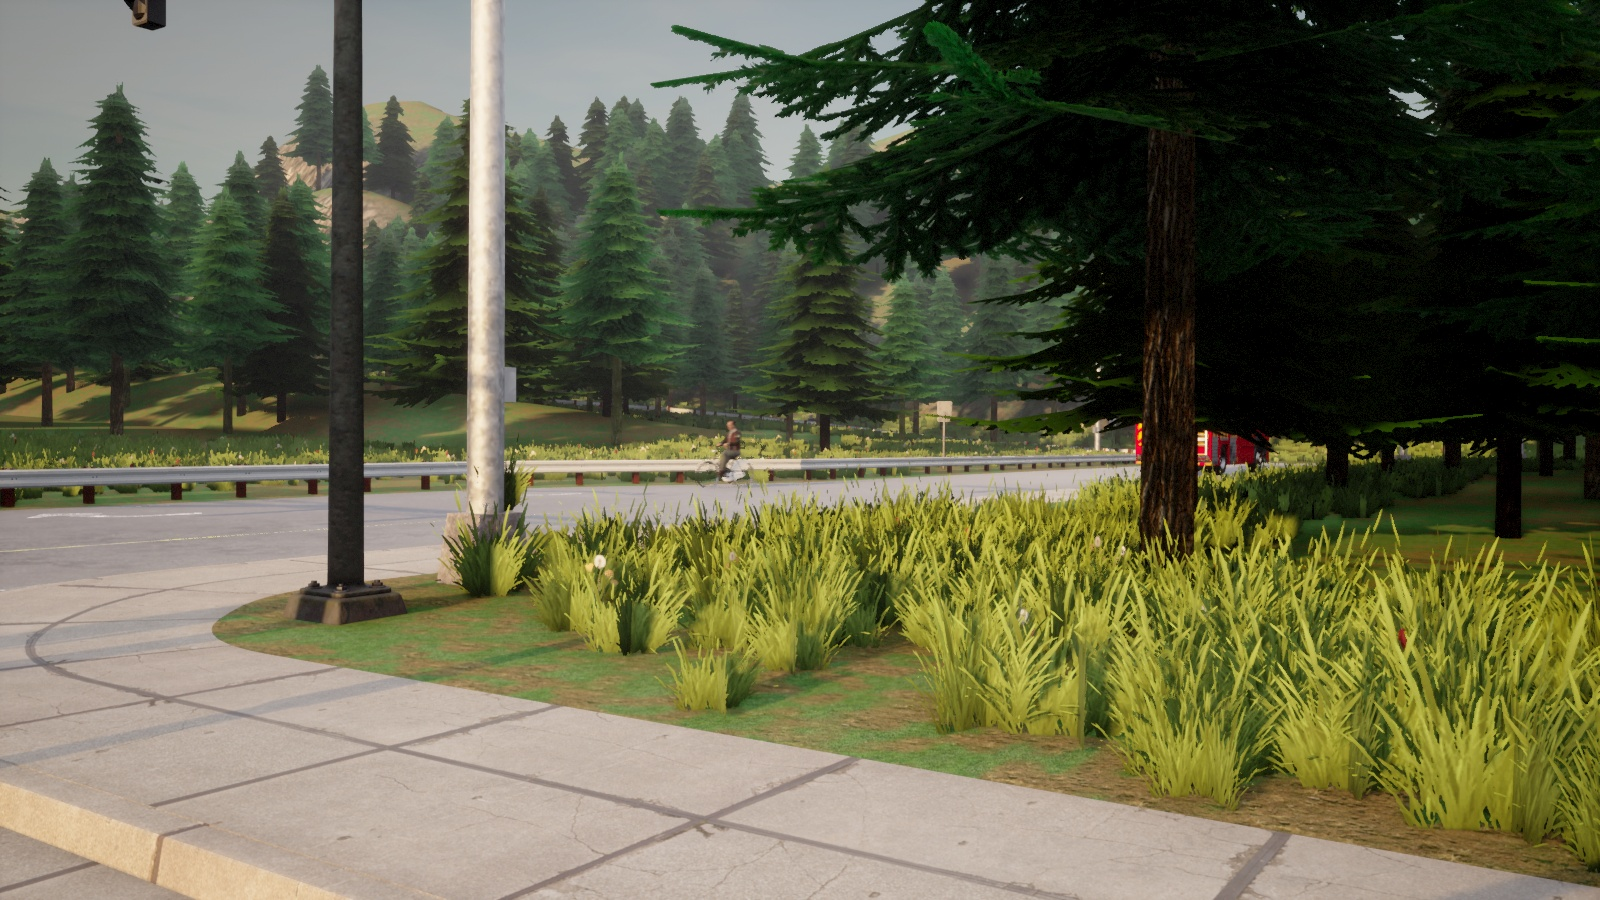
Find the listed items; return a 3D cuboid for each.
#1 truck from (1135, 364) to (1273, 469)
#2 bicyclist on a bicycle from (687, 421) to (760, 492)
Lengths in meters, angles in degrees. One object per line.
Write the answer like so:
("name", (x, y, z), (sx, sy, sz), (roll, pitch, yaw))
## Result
("truck", (16.175, -1.287, 49.850), (2.891, 3.827, 8.468), (0, 1, 35))
("bicyclist on a bicycle", (-1.956, 0.152, 32.289), (1.843, 1.776, 0.659), (-1, 1, -41))
